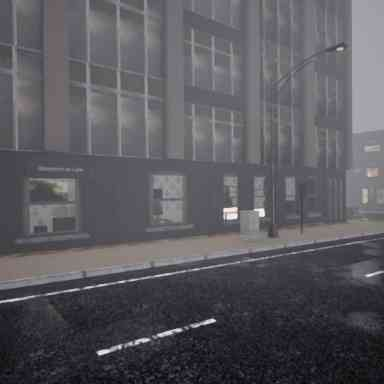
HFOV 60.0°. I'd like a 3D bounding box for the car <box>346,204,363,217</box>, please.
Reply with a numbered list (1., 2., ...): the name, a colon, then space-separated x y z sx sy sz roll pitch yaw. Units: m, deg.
1. car: 15.164 1.782 34.671 2.128 1.511 4.902 -1 0 -37
